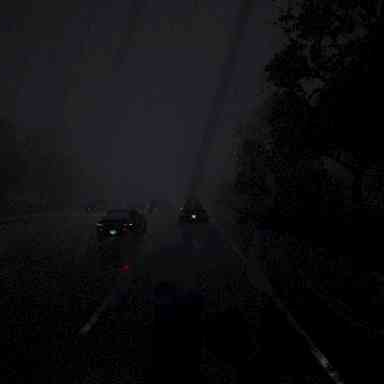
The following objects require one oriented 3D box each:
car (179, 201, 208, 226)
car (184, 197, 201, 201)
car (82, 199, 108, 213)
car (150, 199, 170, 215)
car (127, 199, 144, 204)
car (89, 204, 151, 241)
[{"bbox_3d":[0.112,1.578,23.633,1.994,1.385,4.181,0,0,0],"label":"car"},{"bbox_3d":[0.117,1.376,42.008,2.097,1.767,4.553,0,0,0],"label":"car"},{"bbox_3d":[-10.577,1.527,36.686,1.837,1.490,4.892,0,0,0],"label":"car"},{"bbox_3d":[-3.385,1.525,34.461,1.837,1.490,4.892,0,0,0],"label":"car"},{"bbox_3d":[-7.064,1.550,41.446,1.812,1.442,4.674,0,0,0],"label":"car"},{"bbox_3d":[-3.392,1.535,16.568,1.812,1.442,4.674,0,0,0],"label":"car"}]
